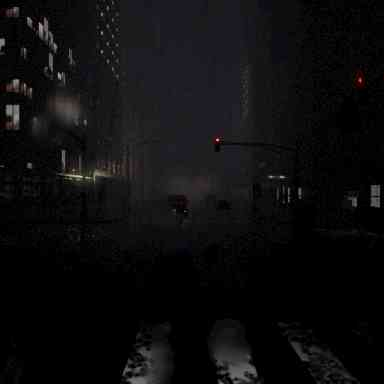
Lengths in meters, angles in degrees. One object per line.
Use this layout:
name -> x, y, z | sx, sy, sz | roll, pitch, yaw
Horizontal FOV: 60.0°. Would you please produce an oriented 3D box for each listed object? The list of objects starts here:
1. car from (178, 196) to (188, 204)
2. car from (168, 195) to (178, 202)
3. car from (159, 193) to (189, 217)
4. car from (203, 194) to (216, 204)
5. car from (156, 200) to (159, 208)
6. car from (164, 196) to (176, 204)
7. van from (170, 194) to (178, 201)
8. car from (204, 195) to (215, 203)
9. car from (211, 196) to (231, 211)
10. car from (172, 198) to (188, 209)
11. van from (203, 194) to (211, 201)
car -> -1.693, 1.525, 62.237 | 1.812, 1.442, 4.674 | 0, 0, 0
car -> -4.286, 1.426, 74.886 | 1.967, 1.590, 4.097 | 0, 0, 0
car -> -1.530, 1.240, 31.326 | 2.150, 2.045, 5.566 | 0, 0, -1
car -> 3.662, 1.313, 63.878 | 2.192, 1.841, 5.009 | 0, 0, 0
car -> -4.117, 1.593, 47.248 | 1.802, 1.307, 4.206 | 0, 0, 0
car -> -4.218, 1.564, 63.830 | 1.947, 1.339, 4.313 | 0, 0, 0
van -> -4.320, 1.321, 80.413 | 1.690, 1.788, 3.998 | 0, 0, 0
car -> 3.628, 1.432, 69.407 | 1.967, 1.590, 4.097 | 0, 0, 0
car -> 3.847, 1.579, 41.770 | 1.947, 1.339, 4.313 | 0, 0, 0
car -> -1.644, 1.576, 46.504 | 1.994, 1.385, 4.181 | 0, 0, 0
van -> 3.560, 1.321, 80.461 | 1.690, 1.788, 3.998 | 0, 0, 0
